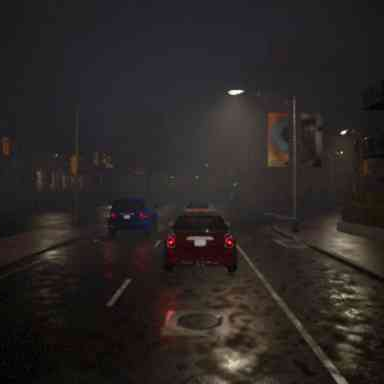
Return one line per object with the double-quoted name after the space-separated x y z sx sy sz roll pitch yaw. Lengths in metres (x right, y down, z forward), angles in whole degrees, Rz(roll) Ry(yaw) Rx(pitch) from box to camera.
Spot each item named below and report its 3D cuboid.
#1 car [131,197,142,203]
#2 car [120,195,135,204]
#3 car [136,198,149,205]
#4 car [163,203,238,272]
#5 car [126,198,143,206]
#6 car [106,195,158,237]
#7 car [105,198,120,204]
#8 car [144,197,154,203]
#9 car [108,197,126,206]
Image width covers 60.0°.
-13.827 1.979 82.402 1.994 1.385 4.181 0 0 1 "car"
-13.971 1.599 72.403 2.150 2.045 5.566 0 0 1 "car"
-10.498 1.919 70.555 1.994 1.385 4.181 0 0 1 "car"
0.250 1.410 11.124 2.097 1.767 4.553 0 0 1 "car"
-10.644 1.811 61.652 2.128 1.511 4.902 0 0 1 "car"
-3.238 1.321 18.919 2.150 2.045 5.566 0 0 -1 "car"
-17.222 1.967 72.312 1.895 1.301 4.718 0 0 1 "car"
-10.352 1.943 80.595 1.812 1.442 4.674 0 0 1 "car"
-14.115 1.814 62.637 2.128 1.511 4.902 0 0 1 "car"
